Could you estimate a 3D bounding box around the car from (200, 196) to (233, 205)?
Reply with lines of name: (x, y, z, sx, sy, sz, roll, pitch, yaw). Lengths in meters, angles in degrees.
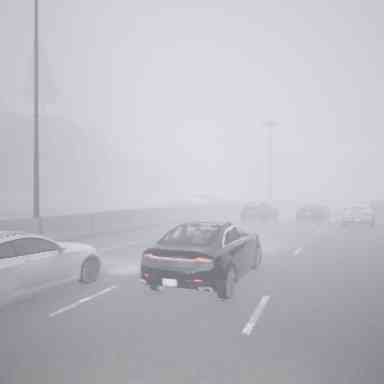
car: (3.576, 1.568, 43.101, 2.128, 1.511, 4.902, 0, 0, 36)

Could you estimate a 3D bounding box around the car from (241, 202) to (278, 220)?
car: (5.388, 1.531, 26.178, 2.128, 1.511, 4.902, 0, 0, 30)

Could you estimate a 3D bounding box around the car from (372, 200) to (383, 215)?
car: (19.510, 1.578, 35.002, 2.033, 1.411, 5.357, 0, 0, 36)

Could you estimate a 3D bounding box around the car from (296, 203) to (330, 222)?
car: (9.758, 1.596, 26.680, 1.994, 1.385, 4.181, 0, 0, 31)

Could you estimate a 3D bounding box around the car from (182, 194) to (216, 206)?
car: (1.513, 1.307, 46.243, 2.150, 2.045, 5.566, 0, 0, 36)

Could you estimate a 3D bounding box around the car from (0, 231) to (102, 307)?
car: (-3.882, 1.546, 7.037, 1.812, 1.442, 4.674, 0, 0, 21)

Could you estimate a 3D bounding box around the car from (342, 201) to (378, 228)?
car: (11.361, 1.549, 22.560, 1.812, 1.442, 4.674, 0, -1, 30)

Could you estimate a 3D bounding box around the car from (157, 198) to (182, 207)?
car: (-2.444, 1.585, 46.704, 2.128, 1.511, 4.902, 0, 0, 35)

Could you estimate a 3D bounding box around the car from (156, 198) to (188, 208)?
car: (-3.081, 1.650, 51.802, 2.033, 1.411, 5.357, 0, 0, 36)

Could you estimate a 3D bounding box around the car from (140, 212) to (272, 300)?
car: (0.508, 1.506, 8.569, 2.128, 1.511, 4.902, 0, 0, 23)
